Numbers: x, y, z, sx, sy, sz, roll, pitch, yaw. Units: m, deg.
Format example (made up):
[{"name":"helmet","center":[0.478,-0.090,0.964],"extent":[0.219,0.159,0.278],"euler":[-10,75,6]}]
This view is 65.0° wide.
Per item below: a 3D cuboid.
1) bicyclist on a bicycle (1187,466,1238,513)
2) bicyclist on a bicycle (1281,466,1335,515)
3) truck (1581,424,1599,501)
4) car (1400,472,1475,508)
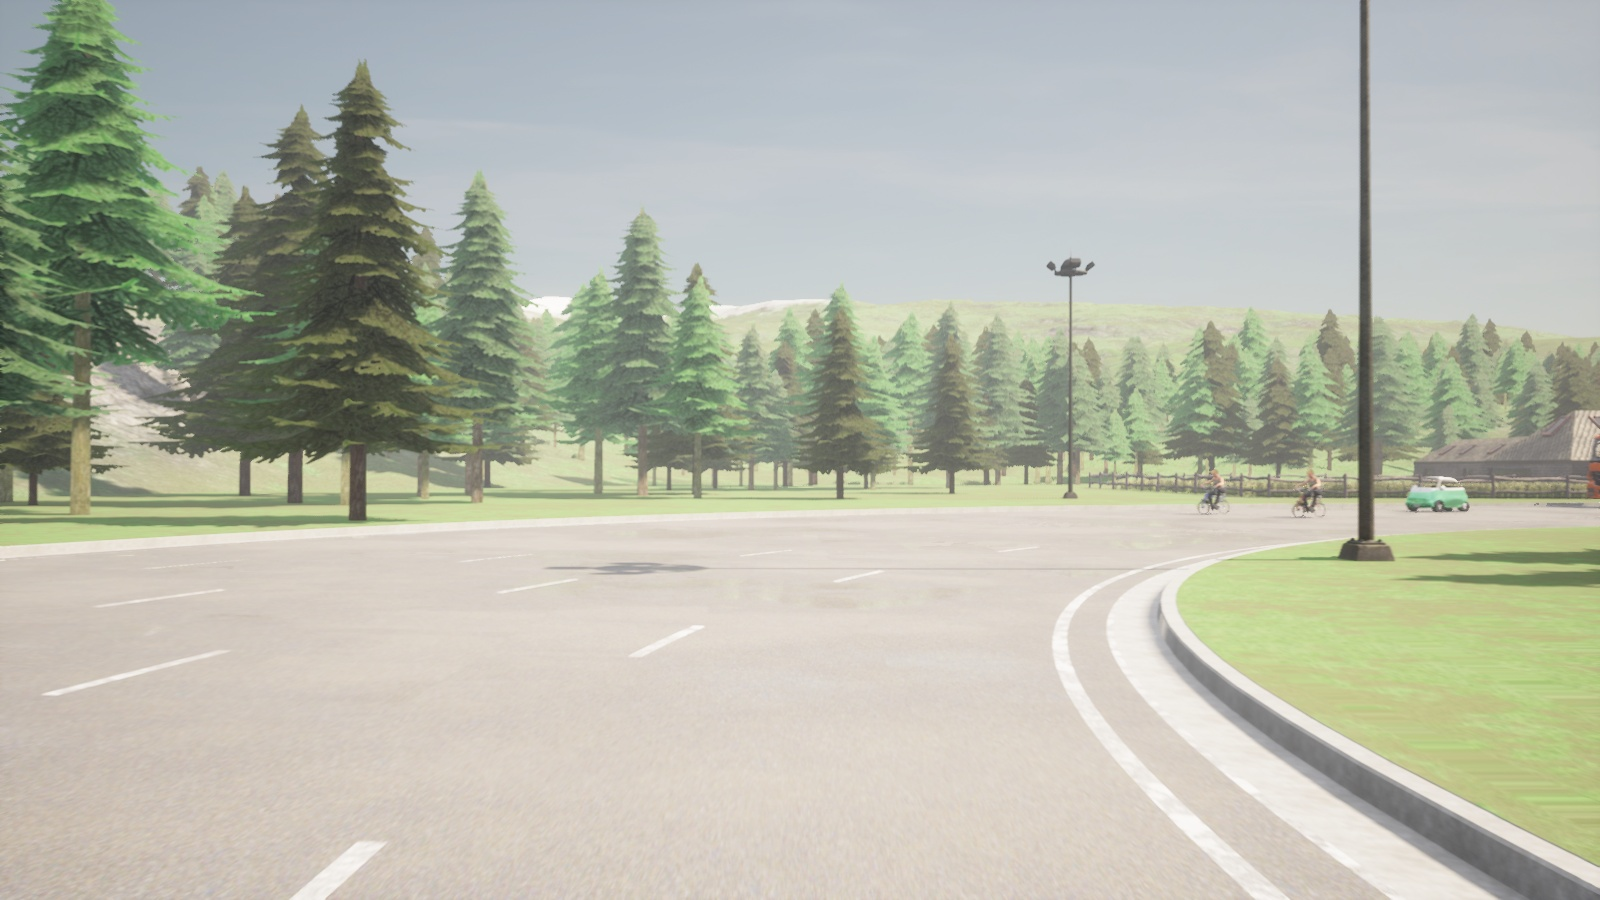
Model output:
[{"name":"bicyclist on a bicycle","center":[14.673,1.391,44.672],"extent":[1.509,1.612,0.866],"euler":[0,-1,-26]},{"name":"bicyclist on a bicycle","center":[16.935,1.338,41.879],"extent":[1.509,1.612,0.866],"euler":[0,-1,-25]},{"name":"truck","center":[39.978,0.561,56.764],"extent":[7.936,3.462,2.891],"euler":[0,-1,-10]},{"name":"car","center":[24.863,1.536,48.978],"extent":[2.207,1.376,1.481],"euler":[0,-1,-20]}]
